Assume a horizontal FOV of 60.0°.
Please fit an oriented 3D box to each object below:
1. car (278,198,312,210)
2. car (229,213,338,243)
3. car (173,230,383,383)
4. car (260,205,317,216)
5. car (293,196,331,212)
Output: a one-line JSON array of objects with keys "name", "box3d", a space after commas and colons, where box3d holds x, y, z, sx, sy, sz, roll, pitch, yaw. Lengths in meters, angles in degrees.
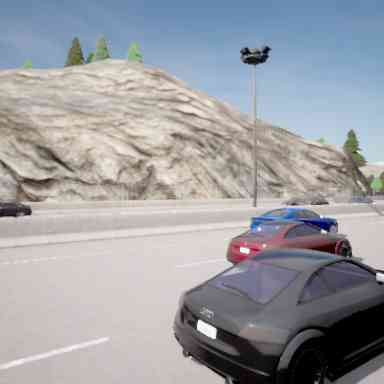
[{"name": "car", "box3d": [13.540, 1.520, 43.761, 4.674, 1.442, 1.812, 0, 0, -36]}, {"name": "car", "box3d": [3.067, 1.563, 10.236, 4.181, 1.385, 1.994, 0, 0, -36]}, {"name": "car", "box3d": [1.803, 1.563, 5.033, 4.181, 1.385, 1.994, 0, 0, -36]}, {"name": "car", "box3d": [4.964, 1.475, 15.893, 5.008, 1.535, 1.882, 0, 0, -36]}, {"name": "car", "box3d": [14.489, 1.347, 40.140, 4.553, 1.767, 2.097, 0, 0, -36]}]
